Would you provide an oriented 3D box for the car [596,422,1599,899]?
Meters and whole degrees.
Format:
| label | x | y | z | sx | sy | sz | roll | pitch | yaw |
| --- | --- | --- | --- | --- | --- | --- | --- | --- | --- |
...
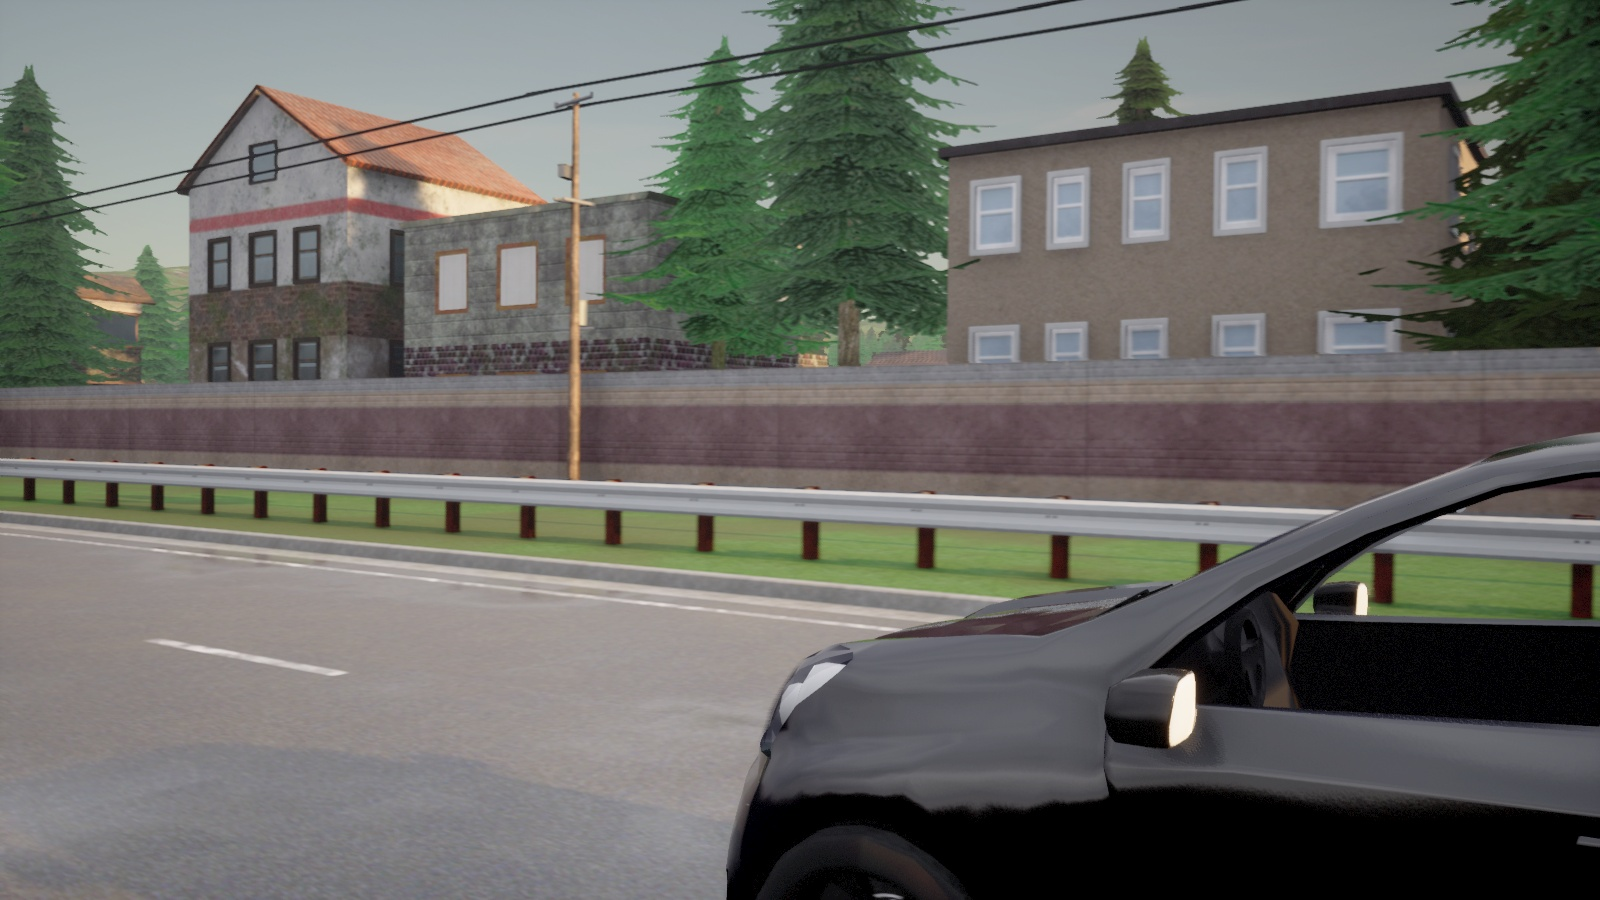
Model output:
| label | x | y | z | sx | sy | sz | roll | pitch | yaw |
| --- | --- | --- | --- | --- | --- | --- | --- | --- | --- |
| car | 1.574 | 0.696 | 2.578 | 3.633 | 1.501 | 1.845 | 0 | 1 | 34 |
